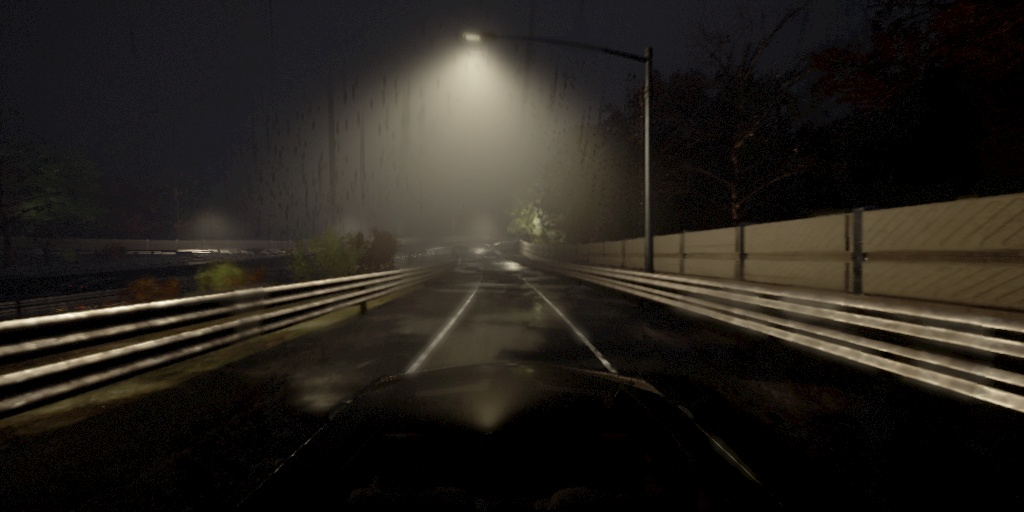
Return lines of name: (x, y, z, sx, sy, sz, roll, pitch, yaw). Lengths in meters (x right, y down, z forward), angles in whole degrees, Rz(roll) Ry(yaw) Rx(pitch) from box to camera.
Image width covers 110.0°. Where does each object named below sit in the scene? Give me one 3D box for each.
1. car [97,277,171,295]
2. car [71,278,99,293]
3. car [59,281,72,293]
car: (-35.299, 2.881, 34.275, 2.128, 1.511, 4.902, 1, 4, 15)
car: (-38.705, 2.845, 35.087, 1.837, 1.490, 4.892, 1, 4, 15)
car: (-42.100, 2.845, 35.936, 1.994, 1.385, 4.181, 1, 4, 15)
